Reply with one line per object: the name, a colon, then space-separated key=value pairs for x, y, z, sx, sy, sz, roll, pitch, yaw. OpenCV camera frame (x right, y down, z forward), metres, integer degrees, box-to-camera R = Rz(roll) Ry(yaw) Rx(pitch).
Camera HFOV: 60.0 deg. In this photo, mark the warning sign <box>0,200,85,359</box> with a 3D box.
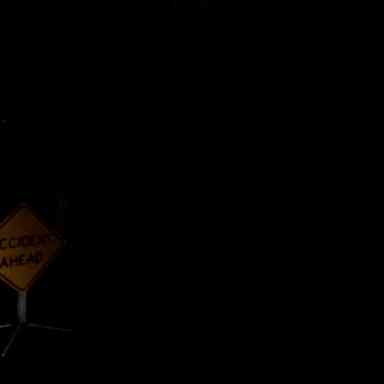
warning sign: x=-2.396 y=1.063 z=4.700 sx=1.060 sy=1.860 sz=1.300 roll=1 pitch=0 yaw=37
